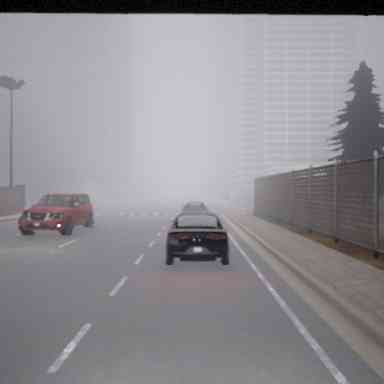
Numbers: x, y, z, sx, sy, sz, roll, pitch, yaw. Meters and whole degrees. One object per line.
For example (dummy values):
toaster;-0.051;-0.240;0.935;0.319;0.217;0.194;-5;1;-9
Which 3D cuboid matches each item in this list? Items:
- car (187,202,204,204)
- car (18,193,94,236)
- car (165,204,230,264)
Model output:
car;0.256;1.395;24.259;1.994;1.385;4.181;0;0;3
car;-6.948;1.094;17.745;2.150;2.045;5.566;0;0;1
car;0.170;1.397;11.560;1.882;1.535;5.008;0;1;0
